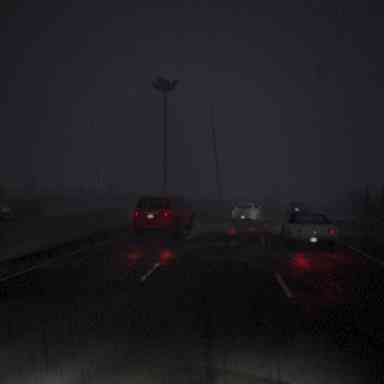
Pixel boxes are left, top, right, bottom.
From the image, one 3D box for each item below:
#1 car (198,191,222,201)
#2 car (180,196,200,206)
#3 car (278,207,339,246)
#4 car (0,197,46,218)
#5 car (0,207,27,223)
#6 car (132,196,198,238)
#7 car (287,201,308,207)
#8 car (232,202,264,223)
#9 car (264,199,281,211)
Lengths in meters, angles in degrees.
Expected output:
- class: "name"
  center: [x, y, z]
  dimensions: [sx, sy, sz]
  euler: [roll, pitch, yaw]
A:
- class: "car"
  center: [3.331, 0.904, 53.898]
  dimensions: [2.150, 2.045, 5.566]
  euler: [0, 0, 21]
- class: "car"
  center: [-0.288, 1.481, 54.231]
  dimensions: [1.812, 1.442, 4.674]
  euler: [0, 0, 21]
- class: "car"
  center: [5.257, 1.601, 15.412]
  dimensions: [1.895, 1.301, 4.718]
  euler: [0, 0, 11]
- class: "car"
  center: [-13.850, 1.292, 26.391]
  dimensions: [2.097, 1.767, 4.553]
  euler: [0, 0, 15]
- class: "car"
  center: [-9.298, 1.527, 13.981]
  dimensions: [1.994, 1.385, 4.181]
  euler: [0, 0, 9]
- class: "car"
  center: [-1.368, 1.202, 17.884]
  dimensions: [2.150, 2.045, 5.566]
  euler: [0, 0, 11]
- class: "car"
  center: [10.182, 1.562, 32.004]
  dimensions: [1.994, 1.385, 4.181]
  euler: [0, 0, 20]
- class: "car"
  center: [4.191, 1.514, 25.303]
  dimensions: [1.812, 1.442, 4.674]
  euler: [0, 0, 17]
- class: "car"
  center: [9.991, 1.537, 41.552]
  dimensions: [2.033, 1.411, 5.357]
  euler: [0, 0, 21]
